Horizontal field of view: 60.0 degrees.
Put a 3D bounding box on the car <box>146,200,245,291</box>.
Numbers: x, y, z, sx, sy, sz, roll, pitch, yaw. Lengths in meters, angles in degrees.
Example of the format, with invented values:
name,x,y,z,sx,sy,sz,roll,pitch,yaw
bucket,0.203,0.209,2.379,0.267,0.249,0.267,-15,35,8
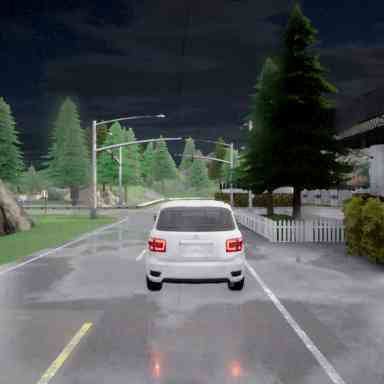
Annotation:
name,x,y,z,sx,sy,sz,roll,pitch,yaw
car,0.065,1.221,9.170,2.150,2.045,5.566,0,0,0

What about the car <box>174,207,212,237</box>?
name,x,y,z,sx,sy,sz,roll,pitch,yaw
car,0.020,1.601,18.934,1.895,1.301,4.718,0,0,0
